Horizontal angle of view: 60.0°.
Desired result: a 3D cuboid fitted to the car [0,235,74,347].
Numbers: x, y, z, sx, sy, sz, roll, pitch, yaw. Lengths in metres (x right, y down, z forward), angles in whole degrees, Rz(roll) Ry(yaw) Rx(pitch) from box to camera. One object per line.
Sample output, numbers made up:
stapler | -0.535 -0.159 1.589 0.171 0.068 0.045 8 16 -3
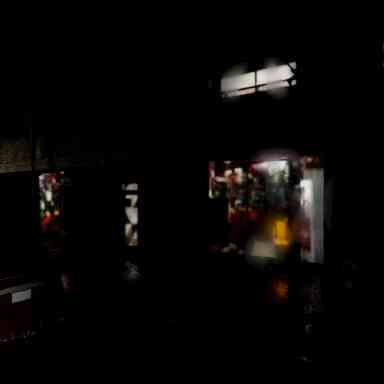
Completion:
car | -3.893 1.438 5.652 4.097 1.590 1.967 0 0 35
